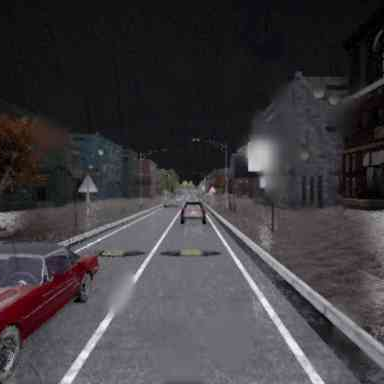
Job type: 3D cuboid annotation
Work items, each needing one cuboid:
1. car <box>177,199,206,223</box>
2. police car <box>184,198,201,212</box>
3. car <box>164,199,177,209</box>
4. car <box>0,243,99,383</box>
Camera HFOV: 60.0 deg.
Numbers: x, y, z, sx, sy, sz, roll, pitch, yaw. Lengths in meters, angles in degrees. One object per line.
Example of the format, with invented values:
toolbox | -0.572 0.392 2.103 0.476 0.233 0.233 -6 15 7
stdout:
car | 0.098 1.548 26.512 2.033 1.649 4.856 0 0 0
police car | 0.086 1.667 43.908 2.038 1.542 4.974 0 0 0
car | -3.072 1.733 49.549 1.994 1.385 4.181 0 0 0
car | -3.096 1.626 5.530 1.895 1.301 4.718 0 0 0
